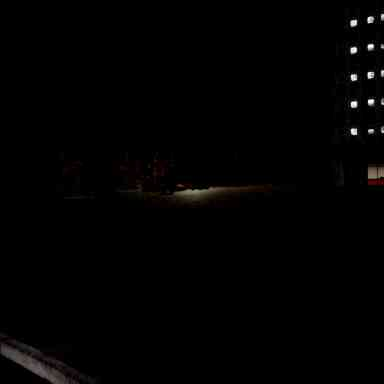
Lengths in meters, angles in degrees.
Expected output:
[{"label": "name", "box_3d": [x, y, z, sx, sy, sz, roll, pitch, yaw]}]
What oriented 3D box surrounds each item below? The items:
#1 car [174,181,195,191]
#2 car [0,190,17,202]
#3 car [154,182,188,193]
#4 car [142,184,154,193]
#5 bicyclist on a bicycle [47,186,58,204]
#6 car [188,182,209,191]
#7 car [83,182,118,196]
[{"label": "car", "box_3d": [-1.379, -1.200, 63.769, 2.097, 1.767, 4.553, 0, 2, 29]}, {"label": "car", "box_3d": [-21.710, 0.501, 36.444, 1.812, 1.442, 4.674, 0, 2, 33]}, {"label": "car", "box_3d": [-3.281, -0.592, 53.758, 2.033, 1.411, 5.357, 0, 2, 30]}, {"label": "car", "box_3d": [-6.059, -0.584, 55.445, 2.033, 1.411, 5.357, 0, 2, 30]}, {"label": "bicyclist on a bicycle", "box_3d": [-12.699, 0.252, 30.290, 1.656, 1.620, 0.582, -1, 2, 33]}, {"label": "car", "box_3d": [1.498, -0.965, 62.255, 1.895, 1.301, 4.718, 0, 2, 29]}, {"label": "car", "box_3d": [-13.528, -0.501, 49.500, 2.150, 2.045, 5.566, 0, 2, 31]}]
